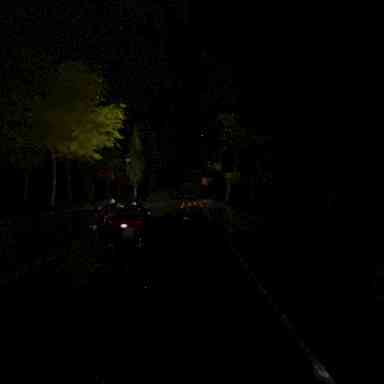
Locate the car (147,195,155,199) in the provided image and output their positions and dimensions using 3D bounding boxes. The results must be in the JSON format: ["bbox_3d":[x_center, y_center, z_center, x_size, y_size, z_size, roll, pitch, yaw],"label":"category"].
[{"bbox_3d":[-9.767,1.376,78.641,1.812,1.442,4.674,0,0,0],"label":"car"}]

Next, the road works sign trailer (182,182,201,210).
[{"bbox_3d":[-0.009,0.471,42.105,2.380,3.560,2.880,0,0,0],"label":"road works sign trailer"}]

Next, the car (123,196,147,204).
[{"bbox_3d":[-6.602,1.502,37.455,1.837,1.490,4.892,0,0,0],"label":"car"}]

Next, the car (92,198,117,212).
[{"bbox_3d":[-9.853,1.490,37.872,2.128,1.511,4.902,0,0,0],"label":"car"}]

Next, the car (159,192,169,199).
[{"bbox_3d":[-6.517,1.077,78.614,2.150,2.045,5.566,0,0,0],"label":"car"}]

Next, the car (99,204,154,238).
[{"bbox_3d":[-3.154,1.544,17.420,1.994,1.385,4.181,0,0,0],"label":"car"}]
